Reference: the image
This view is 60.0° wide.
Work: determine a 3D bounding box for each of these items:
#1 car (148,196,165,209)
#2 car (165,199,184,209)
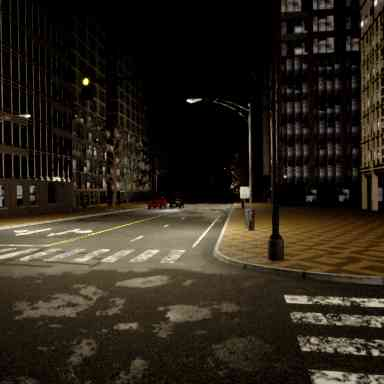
[{"bbox_3d":[-5.717,1.752,55.370,2.150,2.045,5.566,-1,-1,8],"label":"car"},{"bbox_3d":[-2.491,1.983,54.950,2.128,1.511,4.902,-1,-1,8],"label":"car"}]
